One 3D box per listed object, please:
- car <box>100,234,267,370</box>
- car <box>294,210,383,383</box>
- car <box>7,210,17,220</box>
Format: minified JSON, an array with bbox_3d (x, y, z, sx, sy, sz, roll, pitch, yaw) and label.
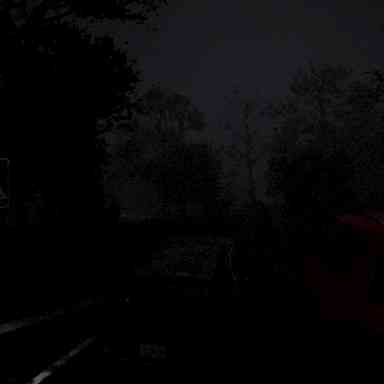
[{"bbox_3d":[0.190,1.508,5.972,2.231,1.521,4.892,0,-1,15],"label":"car"},{"bbox_3d":[2.624,1.242,4.289,2.435,2.045,5.566,0,-1,15],"label":"car"},{"bbox_3d":[-24.349,3.052,43.393,1.895,1.301,4.718,-1,-1,-40],"label":"car"}]
